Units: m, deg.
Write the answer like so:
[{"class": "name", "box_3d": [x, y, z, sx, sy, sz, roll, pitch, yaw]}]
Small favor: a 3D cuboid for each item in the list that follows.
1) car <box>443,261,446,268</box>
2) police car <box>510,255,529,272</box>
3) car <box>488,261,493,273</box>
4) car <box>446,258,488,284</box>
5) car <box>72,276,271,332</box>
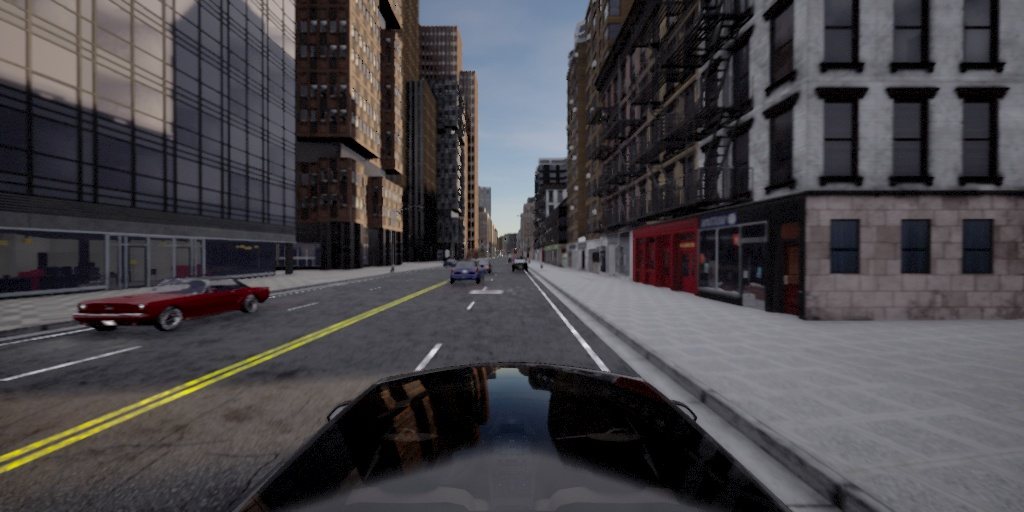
[{"class": "car", "box_3d": [-9.785, 1.149, 57.889, 2.033, 1.411, 5.357, 0, 0, 1]}, {"class": "police car", "box_3d": [0.980, 1.059, 43.636, 1.930, 1.638, 5.238, 0, 0, 0]}, {"class": "car", "box_3d": [-3.186, 1.189, 40.266, 2.033, 1.411, 5.357, 0, 0, 0]}, {"class": "car", "box_3d": [-3.178, 1.030, 26.399, 2.097, 1.767, 4.553, 0, 0, 0]}, {"class": "car", "box_3d": [-9.841, 1.323, 10.970, 1.895, 1.301, 4.718, 0, 0, 0]}]
